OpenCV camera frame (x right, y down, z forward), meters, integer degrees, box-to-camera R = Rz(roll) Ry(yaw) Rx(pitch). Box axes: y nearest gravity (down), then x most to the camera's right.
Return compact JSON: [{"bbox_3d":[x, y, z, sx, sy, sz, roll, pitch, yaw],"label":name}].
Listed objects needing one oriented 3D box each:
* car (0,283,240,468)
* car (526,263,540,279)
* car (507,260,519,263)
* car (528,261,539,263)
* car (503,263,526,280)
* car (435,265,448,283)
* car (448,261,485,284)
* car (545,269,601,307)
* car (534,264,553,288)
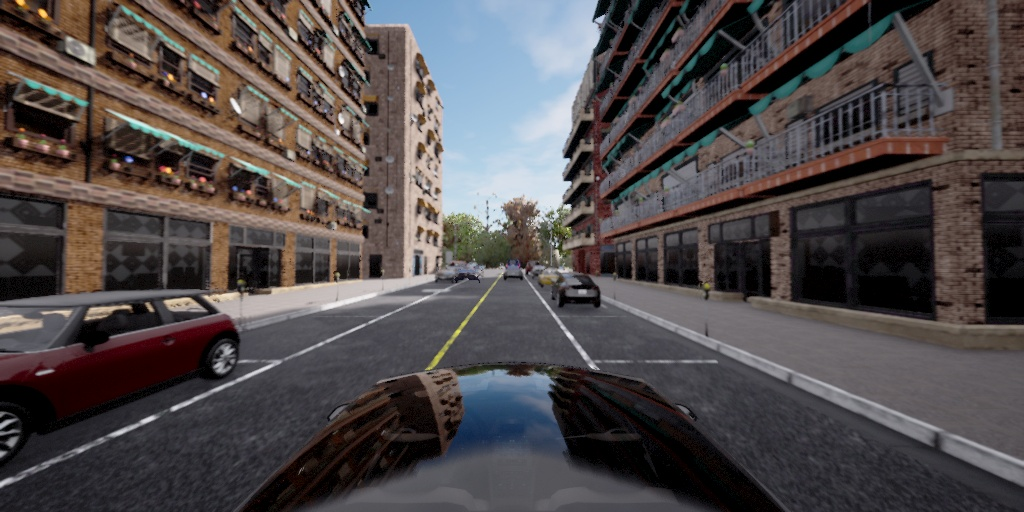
[{"bbox_3d":[-5.706,1.221,4.493,1.967,1.591,4.097,0,0,0],"label":"car"},{"bbox_3d":[2.860,1.714,37.860,2.007,1.370,4.403,0,0,0],"label":"car"},{"bbox_3d":[0.144,1.543,51.485,2.150,2.045,5.566,0,-1,0],"label":"car"},{"bbox_3d":[2.870,1.606,48.994,2.192,1.841,5.009,0,0,0],"label":"car"},{"bbox_3d":[0.131,1.716,36.934,1.994,1.385,4.181,0,-1,0],"label":"car"},{"bbox_3d":[-5.792,1.650,32.332,2.007,1.370,4.403,0,0,0],"label":"car"},{"bbox_3d":[-2.979,1.181,25.982,2.033,1.411,5.357,0,-1,0],"label":"car"},{"bbox_3d":[2.776,1.481,16.230,1.948,1.339,4.313,0,0,0],"label":"car"},{"bbox_3d":[2.850,1.561,26.894,1.751,1.417,4.829,0,0,0],"label":"car"}]
